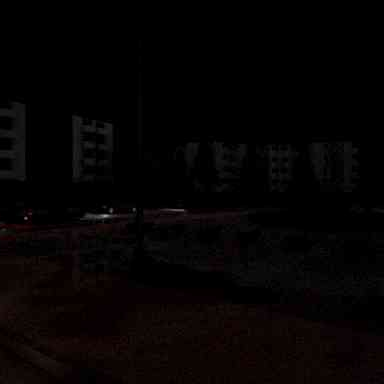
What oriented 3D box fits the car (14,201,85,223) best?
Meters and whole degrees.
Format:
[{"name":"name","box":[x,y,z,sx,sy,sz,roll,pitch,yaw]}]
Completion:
[{"name":"car","box":[-10.710,1.601,25.756,1.895,1.301,4.718,0,0,33]}]

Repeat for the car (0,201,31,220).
[{"name":"car","box":[-13.688,1.505,27.760,1.837,1.490,4.892,0,0,34]}]

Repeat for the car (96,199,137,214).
[{"name":"car","box":[-7.936,1.478,35.764,1.882,1.535,5.008,0,0,40]}]

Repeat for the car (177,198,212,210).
[{"name":"car","box":[0.345,1.506,43.688,4.892,1.490,1.837,0,0,-36]}]
